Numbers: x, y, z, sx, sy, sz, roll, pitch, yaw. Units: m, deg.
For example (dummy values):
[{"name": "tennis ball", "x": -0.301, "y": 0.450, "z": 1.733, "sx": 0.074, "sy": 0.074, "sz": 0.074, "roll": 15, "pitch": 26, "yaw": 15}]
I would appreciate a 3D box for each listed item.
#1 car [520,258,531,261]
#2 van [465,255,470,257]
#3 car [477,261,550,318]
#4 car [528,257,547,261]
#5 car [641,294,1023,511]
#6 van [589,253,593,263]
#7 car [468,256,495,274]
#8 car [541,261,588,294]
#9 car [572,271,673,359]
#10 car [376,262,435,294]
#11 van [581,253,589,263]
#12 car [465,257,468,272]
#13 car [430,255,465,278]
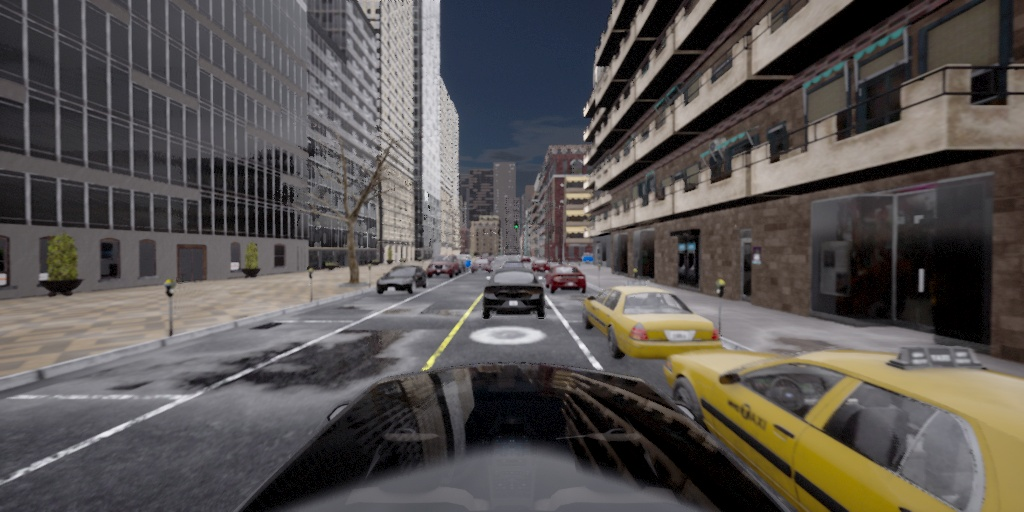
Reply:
[{"name": "car", "x": 0.115, "y": 1.074, "z": 26.790, "sx": 2.033, "sy": 1.411, "sz": 5.357, "roll": 0, "pitch": 1, "yaw": 1}, {"name": "van", "x": -5.578, "y": 0.745, "z": 41.069, "sx": 1.690, "sy": 1.789, "sz": 3.998, "roll": 0, "pitch": 0, "yaw": 0}, {"name": "car", "x": 0.081, "y": 1.131, "z": 12.483, "sx": 1.882, "sy": 1.535, "sz": 5.008, "roll": 0, "pitch": 1, "yaw": 1}, {"name": "car", "x": 2.786, "y": 0.997, "z": 35.520, "sx": 1.888, "sy": 1.381, "sz": 4.507, "roll": 0, "pitch": 0, "yaw": 0}, {"name": "car", "x": 2.690, "y": 1.269, "z": 2.554, "sx": 1.751, "sy": 1.417, "sz": 4.829, "roll": 0, "pitch": 0, "yaw": 0}, {"name": "van", "x": 13.890, "y": 0.462, "z": 52.590, "sx": 3.998, "sy": 1.789, "sz": 1.690, "roll": 0, "pitch": 0, "yaw": 0}, {"name": "car", "x": -2.981, "y": 0.974, "z": 35.840, "sx": 1.812, "sy": 1.442, "sz": 4.674, "roll": 0, "pitch": 0, "yaw": 0}, {"name": "car", "x": 2.737, "y": 1.141, "z": 18.953, "sx": 1.888, "sy": 1.381, "sz": 4.507, "roll": 0, "pitch": 0, "yaw": 0}, {"name": "car", "x": 2.705, "y": 1.219, "z": 8.078, "sx": 1.751, "sy": 1.417, "sz": 4.829, "roll": 0, "pitch": 0, "yaw": 0}, {"name": "car", "x": -5.643, "y": 1.161, "z": 18.979, "sx": 1.948, "sy": 1.339, "sz": 4.313, "roll": 0, "pitch": 0, "yaw": 0}, {"name": "van", "x": 13.894, "y": 0.352, "z": 60.970, "sx": 3.998, "sy": 1.789, "sz": 1.690, "roll": 0, "pitch": 0, "yaw": 0}, {"name": "car", "x": -5.594, "y": 1.017, "z": 35.546, "sx": 1.948, "sy": 1.339, "sz": 4.313, "roll": 0, "pitch": 0, "yaw": 0}, {"name": "car", "x": -5.610, "y": 0.813, "z": 30.023, "sx": 2.192, "sy": 1.841, "sz": 5.009, "roll": 0, "pitch": 0, "yaw": 0}]
